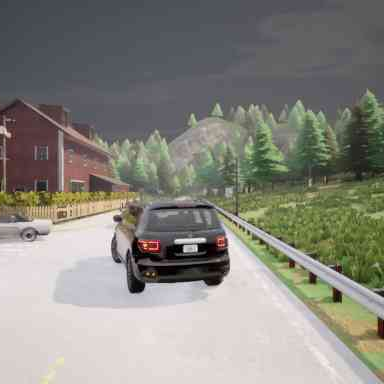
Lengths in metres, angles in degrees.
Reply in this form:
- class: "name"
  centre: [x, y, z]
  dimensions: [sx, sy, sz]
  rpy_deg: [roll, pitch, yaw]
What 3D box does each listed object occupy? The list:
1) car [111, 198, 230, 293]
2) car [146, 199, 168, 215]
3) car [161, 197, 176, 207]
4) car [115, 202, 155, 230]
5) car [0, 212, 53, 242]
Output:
- class: "car"
  centre: [-0.868, 1.221, 9.189]
  dimensions: [2.150, 2.045, 5.566]
  rpy_deg: [0, 0, -18]
- class: "car"
  centre: [-3.615, 1.504, 35.415]
  dimensions: [1.837, 1.490, 4.892]
  rpy_deg: [0, 0, 0]
- class: "car"
  centre: [-3.535, 1.568, 51.408]
  dimensions: [1.994, 1.385, 4.181]
  rpy_deg: [0, 0, 0]
- class: "car"
  centre: [-3.612, 1.503, 22.063]
  dimensions: [1.837, 1.490, 4.892]
  rpy_deg: [0, 1, 0]
- class: "car"
  centre: [-8.882, 1.601, 15.108]
  dimensions: [4.718, 1.301, 1.895]
  rpy_deg: [0, 0, -24]
